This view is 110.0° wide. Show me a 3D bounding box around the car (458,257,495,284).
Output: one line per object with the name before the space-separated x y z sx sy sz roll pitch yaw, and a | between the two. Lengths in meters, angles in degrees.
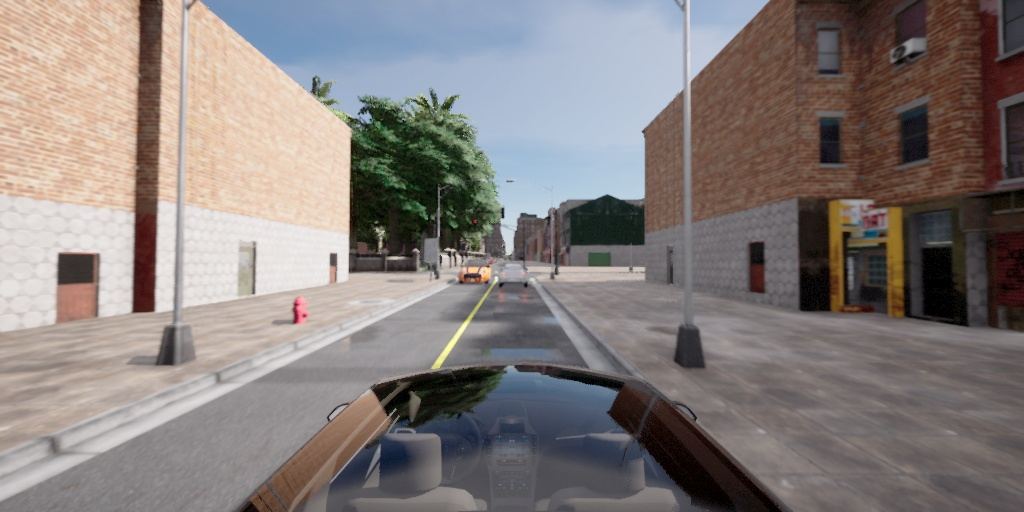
car | -2.665 1.070 26.607 2.097 1.767 4.553 0 0 0

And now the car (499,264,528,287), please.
car | 0.104 1.256 24.068 1.812 1.442 4.674 0 0 1
